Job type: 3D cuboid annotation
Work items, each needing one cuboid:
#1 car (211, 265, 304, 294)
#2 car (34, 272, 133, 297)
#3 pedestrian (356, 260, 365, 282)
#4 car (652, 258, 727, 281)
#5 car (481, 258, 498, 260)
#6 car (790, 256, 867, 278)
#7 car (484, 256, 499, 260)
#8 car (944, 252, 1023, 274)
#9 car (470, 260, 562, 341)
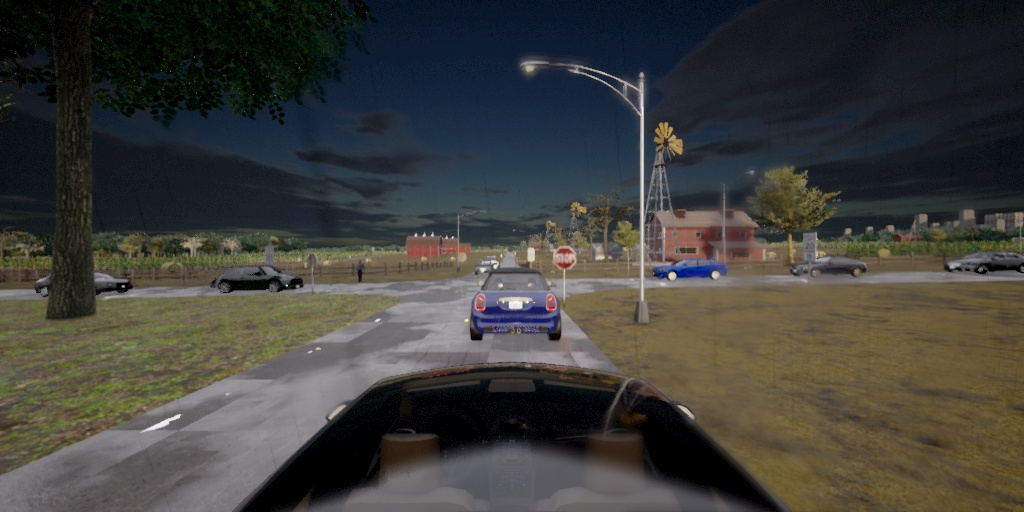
[{"bbox_3d":[-15.873,1.386,22.811,4.553,1.767,2.097,-1,1,1],"label":"car"},{"bbox_3d":[-27.213,1.749,22.862,4.892,1.490,1.837,-1,1,0],"label":"car"},{"bbox_3d":[-12.211,1.174,28.783,0.375,1.860,0.375,0,2,0],"label":"pedestrian"},{"bbox_3d":[12.606,0.912,25.625,5.008,1.535,1.882,-1,1,-1],"label":"car"},{"bbox_3d":[-2.919,1.252,38.345,2.128,1.511,4.902,0,0,0],"label":"car"},{"bbox_3d":[22.590,0.760,25.651,4.674,1.442,1.812,-1,1,0],"label":"car"},{"bbox_3d":[-2.929,1.026,48.569,2.150,2.045,5.566,0,0,0],"label":"car"},{"bbox_3d":[33.953,0.494,25.603,4.902,1.511,2.128,-1,1,0],"label":"car"},{"bbox_3d":[0.080,1.092,10.002,2.097,1.767,4.553,0,0,0],"label":"car"}]
